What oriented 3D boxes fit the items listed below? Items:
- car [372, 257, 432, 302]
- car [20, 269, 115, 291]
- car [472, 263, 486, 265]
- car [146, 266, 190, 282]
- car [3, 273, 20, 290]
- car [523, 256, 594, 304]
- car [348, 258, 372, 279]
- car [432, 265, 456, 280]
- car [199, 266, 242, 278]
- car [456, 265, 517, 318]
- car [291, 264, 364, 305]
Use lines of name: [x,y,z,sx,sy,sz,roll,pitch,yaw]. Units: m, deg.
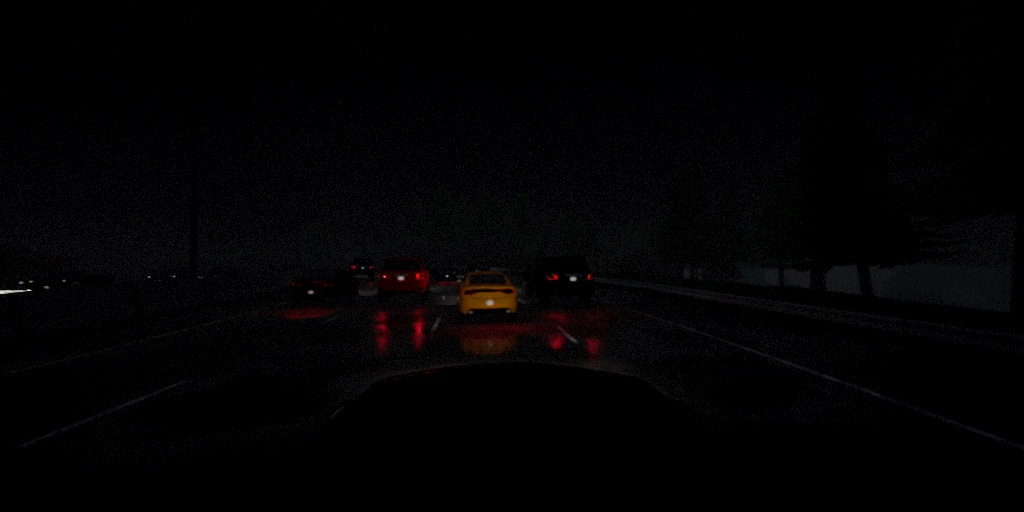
car: [-5.335,1.073,18.109,2.150,2.045,5.566,0,0,-12]
car: [-28.980,1.616,23.746,1.895,1.301,4.718,0,0,-22]
car: [-3.273,1.438,34.956,1.812,1.442,4.674,0,0,-22]
car: [-27.572,1.556,29.108,1.812,1.442,4.674,0,0,-26]
car: [-33.732,1.616,25.798,1.994,1.385,4.181,0,0,-26]
car: [2.006,1.025,16.977,2.150,2.045,5.566,0,0,-10]
car: [-14.732,1.202,35.156,2.150,2.045,5.566,0,0,-25]
car: [-6.620,1.529,34.041,1.895,1.301,4.718,0,0,-22]
car: [-23.896,1.558,29.675,2.033,1.411,5.357,0,0,-25]
car: [-1.006,1.283,13.346,1.882,1.535,5.008,0,0,-8]
car: [-8.728,1.345,17.115,1.882,1.535,5.008,0,0,-11]
